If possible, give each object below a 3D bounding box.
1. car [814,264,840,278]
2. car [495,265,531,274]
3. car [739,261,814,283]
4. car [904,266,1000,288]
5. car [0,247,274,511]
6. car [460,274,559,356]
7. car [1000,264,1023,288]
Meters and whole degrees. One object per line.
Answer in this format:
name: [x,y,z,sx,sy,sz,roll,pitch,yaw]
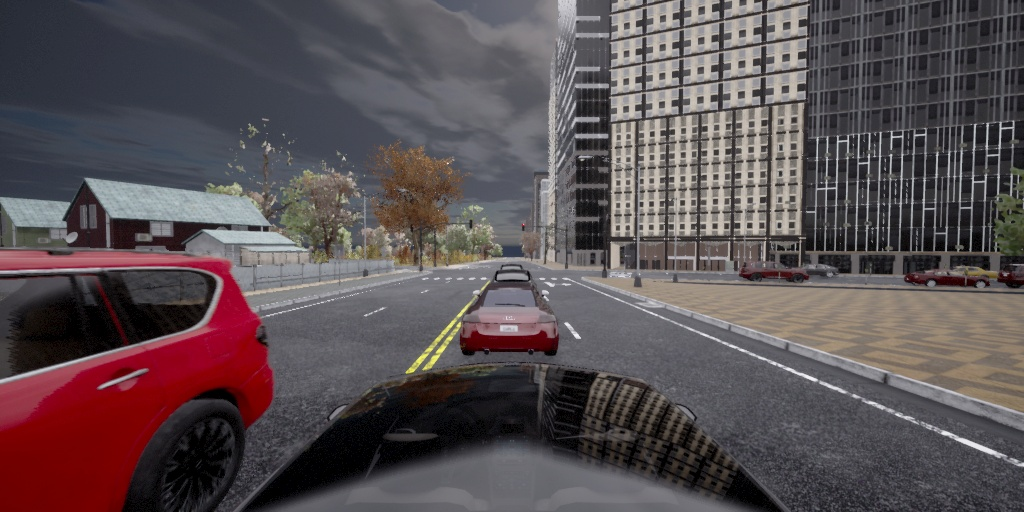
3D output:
car: [31.007,1.469,37.172,4.403,1.370,2.007,0,0,20]
car: [0.030,1.250,14.027,1.837,1.490,4.892,0,0,0]
car: [22.980,1.394,31.715,5.009,1.841,2.192,0,0,20]
car: [33.630,1.715,27.828,4.507,1.381,1.888,0,0,20]
car: [-3.346,0.971,1.122,2.150,2.045,5.566,0,0,0]
car: [-0.032,1.311,8.642,1.994,1.385,4.181,0,0,1]
car: [38.955,1.531,25.885,5.009,1.841,2.192,0,0,20]
